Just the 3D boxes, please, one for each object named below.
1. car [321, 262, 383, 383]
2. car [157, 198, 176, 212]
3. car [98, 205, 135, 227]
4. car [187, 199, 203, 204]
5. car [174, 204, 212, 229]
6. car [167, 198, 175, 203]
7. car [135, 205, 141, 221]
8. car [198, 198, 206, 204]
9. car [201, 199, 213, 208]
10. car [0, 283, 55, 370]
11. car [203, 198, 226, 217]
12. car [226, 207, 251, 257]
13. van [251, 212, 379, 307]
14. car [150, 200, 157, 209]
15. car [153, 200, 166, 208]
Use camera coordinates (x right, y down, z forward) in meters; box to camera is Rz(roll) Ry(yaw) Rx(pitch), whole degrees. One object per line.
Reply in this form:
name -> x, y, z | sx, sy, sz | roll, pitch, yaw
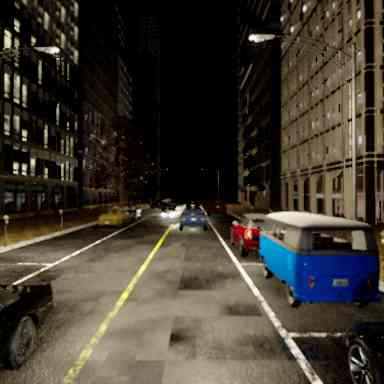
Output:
car -> 2.691, 1.589, 2.166 | 1.947, 1.339, 4.313 | 0, -1, 0
car -> -3.132, 1.921, 45.129 | 2.128, 1.511, 4.902 | 0, 0, 0
car -> -5.712, 1.768, 24.767 | 1.752, 1.417, 4.829 | 0, -1, 0
car -> 0.060, 1.946, 41.761 | 2.033, 1.411, 5.357 | 0, -1, 0
car -> 0.079, 1.775, 23.231 | 2.033, 1.411, 5.357 | 0, -1, 0
car -> -5.777, 2.393, 93.243 | 1.887, 1.381, 4.507 | 0, 0, 0
car -> -5.717, 1.848, 30.630 | 2.008, 1.369, 4.403 | 0, -1, 0
car -> 2.609, 2.364, 87.546 | 1.947, 1.339, 4.313 | 0, 0, 0
car -> 2.636, 2.081, 59.256 | 1.752, 1.417, 4.829 | 0, -1, 0
car -> -3.103, 1.633, 3.031 | 1.895, 1.301, 4.718 | 0, -1, 0
car -> 2.659, 1.664, 36.321 | 2.192, 1.841, 5.009 | 0, -1, 0
car -> 2.680, 1.574, 13.552 | 1.967, 1.590, 4.097 | 0, -1, 0
van -> 2.686, 1.420, 7.862 | 1.690, 1.788, 3.998 | 0, -1, 0
car -> -5.739, 2.056, 53.398 | 2.008, 1.369, 4.403 | 0, -1, 0
car -> -5.745, 2.122, 59.091 | 1.947, 1.339, 4.313 | 0, -1, 0
